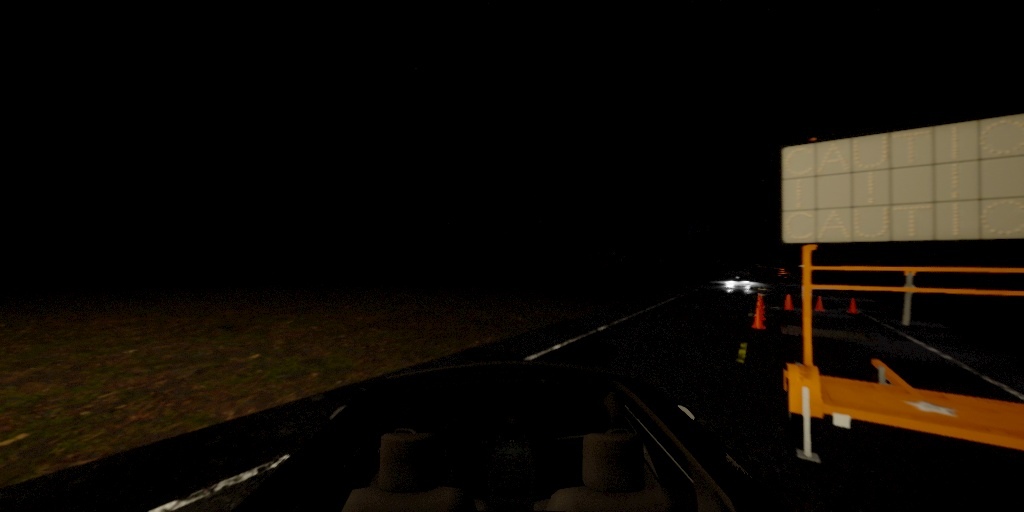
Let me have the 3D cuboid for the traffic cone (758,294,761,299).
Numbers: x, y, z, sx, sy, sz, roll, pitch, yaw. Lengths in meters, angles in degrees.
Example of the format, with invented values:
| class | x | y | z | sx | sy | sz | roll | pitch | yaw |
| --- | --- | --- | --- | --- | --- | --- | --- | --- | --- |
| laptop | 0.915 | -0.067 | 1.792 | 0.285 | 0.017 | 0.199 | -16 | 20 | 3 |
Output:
| class | x | y | z | sx | sy | sz | roll | pitch | yaw |
| --- | --- | --- | --- | --- | --- | --- | --- | --- | --- |
| traffic cone | 9.683 | 1.896 | 14.043 | 0.340 | 0.580 | 0.340 | 0 | 0 | 35 |

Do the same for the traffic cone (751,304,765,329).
| class | x | y | z | sx | sy | sz | roll | pitch | yaw |
| --- | --- | --- | --- | --- | --- | --- | --- | --- | --- |
| traffic cone | 7.391 | 1.846 | 10.765 | 0.340 | 0.580 | 0.340 | 0 | 0 | 35 |

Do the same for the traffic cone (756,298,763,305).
| class | x | y | z | sx | sy | sz | roll | pitch | yaw |
| --- | --- | --- | --- | --- | --- | --- | --- | --- | --- |
| traffic cone | 8.537 | 1.871 | 12.404 | 0.340 | 0.580 | 0.340 | 0 | 0 | 35 |

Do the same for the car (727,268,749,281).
| class | x | y | z | sx | sy | sz | roll | pitch | yaw |
| --- | --- | --- | --- | --- | --- | --- | --- | --- | --- |
| car | 24.151 | 1.915 | 38.251 | 1.895 | 1.301 | 4.718 | 0 | -1 | 35 |

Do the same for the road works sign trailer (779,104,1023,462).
| class | x | y | z | sx | sy | sz | roll | pitch | yaw |
| --- | --- | --- | --- | --- | --- | --- | --- | --- | --- |
| road works sign trailer | 4.599 | 0.262 | 4.176 | 2.380 | 3.560 | 2.880 | 0 | 0 | 35 |
